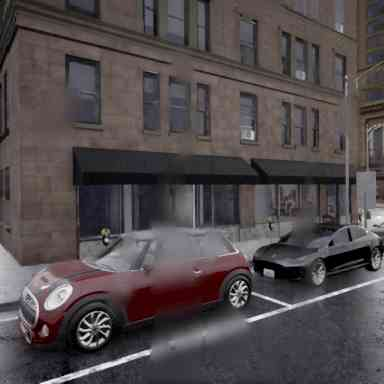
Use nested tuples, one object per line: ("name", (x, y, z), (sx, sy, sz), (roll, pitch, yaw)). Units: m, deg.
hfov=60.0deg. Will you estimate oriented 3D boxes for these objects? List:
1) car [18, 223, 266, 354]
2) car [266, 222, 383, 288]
("car", (-0.869, 1.440, 6.042), (4.097, 1.590, 1.967), (0, -1, -36))
("car", (3.613, 1.564, 9.240), (4.313, 1.339, 1.947), (0, -1, -36))
